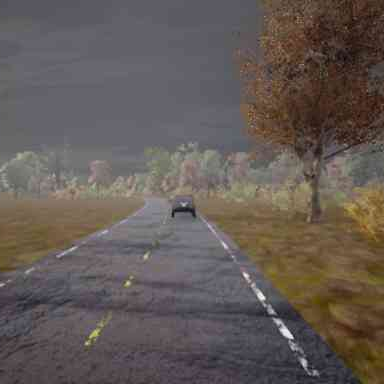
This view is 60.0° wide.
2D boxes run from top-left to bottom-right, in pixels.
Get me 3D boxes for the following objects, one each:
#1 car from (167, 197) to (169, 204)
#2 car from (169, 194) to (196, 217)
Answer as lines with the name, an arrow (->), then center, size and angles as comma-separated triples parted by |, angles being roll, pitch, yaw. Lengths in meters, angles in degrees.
car -> -3.615, 1.399, 61.669 | 1.812, 1.442, 4.674 | 0, -1, -7
car -> -0.816, 1.233, 30.633 | 2.150, 2.045, 5.566 | 0, 0, -3
